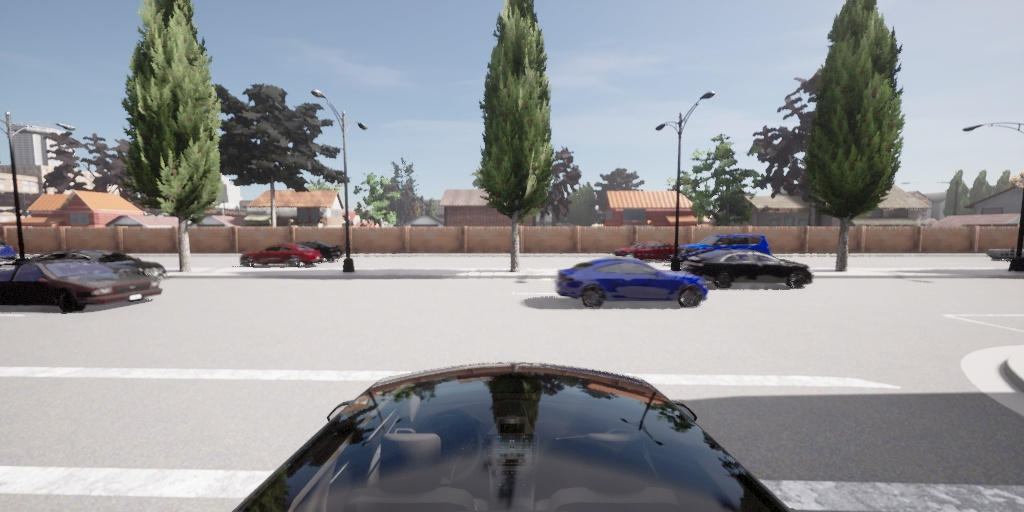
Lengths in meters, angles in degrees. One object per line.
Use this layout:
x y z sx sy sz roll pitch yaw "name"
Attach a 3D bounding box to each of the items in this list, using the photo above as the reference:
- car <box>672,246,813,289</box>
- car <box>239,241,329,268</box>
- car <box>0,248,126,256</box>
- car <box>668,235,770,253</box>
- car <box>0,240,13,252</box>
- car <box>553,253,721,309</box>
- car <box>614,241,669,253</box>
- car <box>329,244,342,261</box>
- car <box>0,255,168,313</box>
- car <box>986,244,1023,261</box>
9.634 0.505 14.829 4.902 1.511 2.128 0 4 0 "car"
-14.738 -0.043 22.945 4.674 1.442 1.812 0 4 0 "car"
-17.158 0.521 14.773 4.892 1.490 1.837 0 4 0 "car"
13.464 -0.351 22.997 5.566 2.045 2.150 0 4 0 "car"
-39.940 -0.464 26.384 4.553 1.767 2.097 0 4 0 "car"
3.651 0.775 11.330 4.674 1.442 1.812 0 4 0 "car"
10.079 -0.345 26.498 5.008 1.535 1.882 0 4 0 "car"
-15.249 -0.342 26.445 5.008 1.535 1.882 0 4 0 "car"
-13.991 0.835 10.994 5.357 1.411 2.033 0 4 5 "car"
38.551 -0.225 26.558 4.718 1.301 1.895 0 4 0 "car"
